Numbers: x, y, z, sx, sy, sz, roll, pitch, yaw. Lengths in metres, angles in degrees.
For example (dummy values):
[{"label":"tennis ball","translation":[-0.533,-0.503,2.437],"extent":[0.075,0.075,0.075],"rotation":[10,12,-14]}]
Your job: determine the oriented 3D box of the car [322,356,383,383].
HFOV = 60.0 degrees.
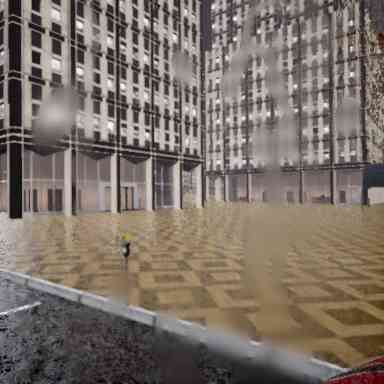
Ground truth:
[{"label":"car","translation":[2.365,1.449,1.208],"extent":[4.097,1.590,1.967],"rotation":[0,-1,35]}]
